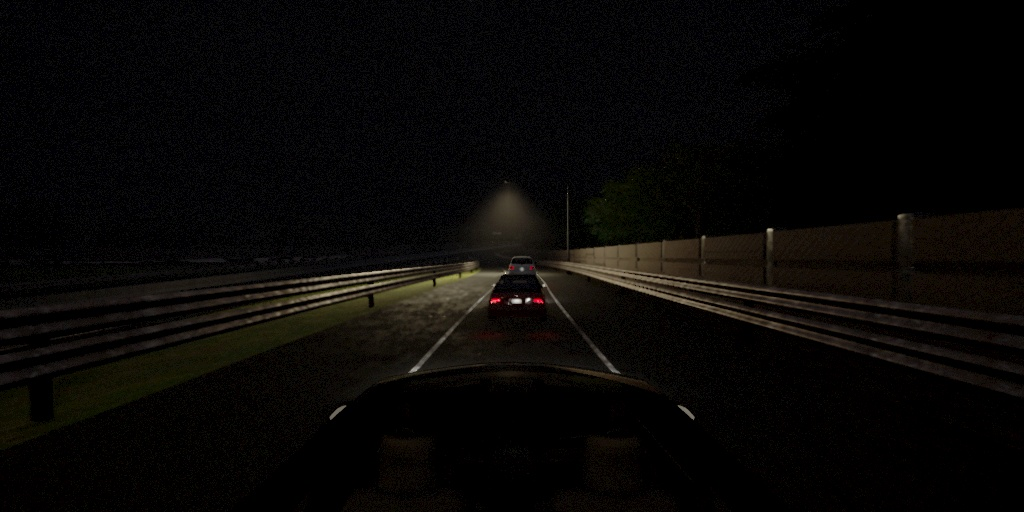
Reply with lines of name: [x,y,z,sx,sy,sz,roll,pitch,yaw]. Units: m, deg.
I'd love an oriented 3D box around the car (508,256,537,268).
car: [0.867,1.056,30.079,2.150,2.045,5.566,0,0,2]

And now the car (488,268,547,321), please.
car: [0.225,1.330,12.619,2.033,1.411,5.357,0,0,2]
